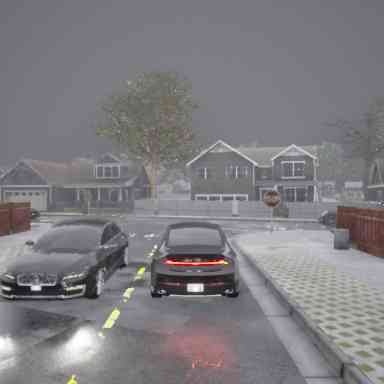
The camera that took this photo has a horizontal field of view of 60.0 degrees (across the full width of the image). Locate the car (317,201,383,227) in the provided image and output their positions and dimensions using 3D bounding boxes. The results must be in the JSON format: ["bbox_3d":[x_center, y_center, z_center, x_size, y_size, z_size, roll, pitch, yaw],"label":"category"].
[{"bbox_3d":[10.826,1.425,22.257,4.553,1.767,2.097,0,0,17],"label":"car"}]

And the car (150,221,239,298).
[{"bbox_3d":[0.045,1.506,8.517,1.837,1.490,4.892,0,0,0],"label":"car"}]

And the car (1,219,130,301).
[{"bbox_3d":[-2.842,1.506,8.519,1.837,1.490,4.892,0,0,0],"label":"car"}]

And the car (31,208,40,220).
[{"bbox_3d":[-14.033,1.497,25.789,4.181,1.385,1.994,0,0,13],"label":"car"}]
